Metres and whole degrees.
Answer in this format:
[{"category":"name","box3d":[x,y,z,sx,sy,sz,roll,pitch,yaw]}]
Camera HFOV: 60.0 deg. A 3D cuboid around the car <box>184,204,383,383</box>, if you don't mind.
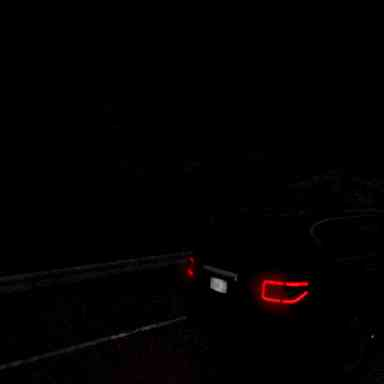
[{"category":"car","box3d":[2.468,1.223,5.652,5.566,2.045,2.150,0,0,-37]}]
